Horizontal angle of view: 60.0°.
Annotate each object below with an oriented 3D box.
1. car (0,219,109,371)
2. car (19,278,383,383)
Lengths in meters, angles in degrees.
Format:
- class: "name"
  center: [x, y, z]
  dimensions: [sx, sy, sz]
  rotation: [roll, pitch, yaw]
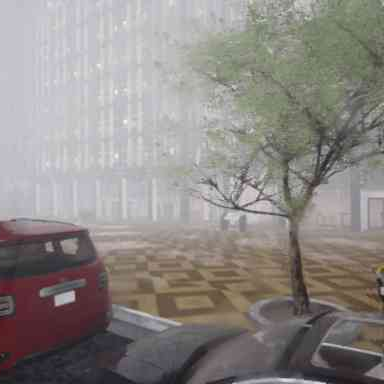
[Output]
- class: "car"
  center: [-3.455, 1.369, 5.343]
  dimensions: [5.009, 1.841, 2.192]
  rotation: [-1, 0, 35]
- class: "car"
  center: [1.043, 1.553, 2.134]
  dimensions: [4.403, 1.369, 2.008]
  rotation: [-1, 0, 35]
